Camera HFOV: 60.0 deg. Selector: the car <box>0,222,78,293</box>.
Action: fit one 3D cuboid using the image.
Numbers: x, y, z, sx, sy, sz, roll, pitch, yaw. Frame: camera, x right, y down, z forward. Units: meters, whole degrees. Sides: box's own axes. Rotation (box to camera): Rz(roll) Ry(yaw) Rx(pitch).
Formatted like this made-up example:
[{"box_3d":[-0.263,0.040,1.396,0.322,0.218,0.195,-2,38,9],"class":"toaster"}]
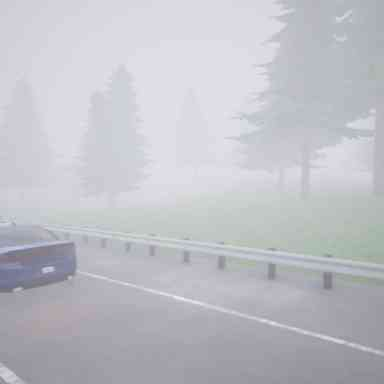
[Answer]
[{"box_3d":[-4.963,1.519,8.617,5.008,1.535,1.882,-1,0,39],"class":"car"}]
